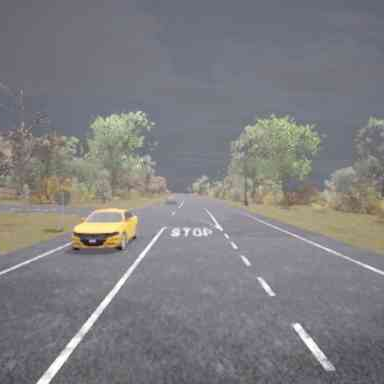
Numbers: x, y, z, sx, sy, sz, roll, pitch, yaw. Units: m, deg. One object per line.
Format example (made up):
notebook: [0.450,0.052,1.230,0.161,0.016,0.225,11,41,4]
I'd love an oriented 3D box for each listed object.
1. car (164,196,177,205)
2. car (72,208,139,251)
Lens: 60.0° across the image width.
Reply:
car: [-3.576,1.466,57.010,1.812,1.442,4.674,0,0,0]
car: [-3.495,1.460,14.199,1.882,1.535,5.008,0,0,0]
